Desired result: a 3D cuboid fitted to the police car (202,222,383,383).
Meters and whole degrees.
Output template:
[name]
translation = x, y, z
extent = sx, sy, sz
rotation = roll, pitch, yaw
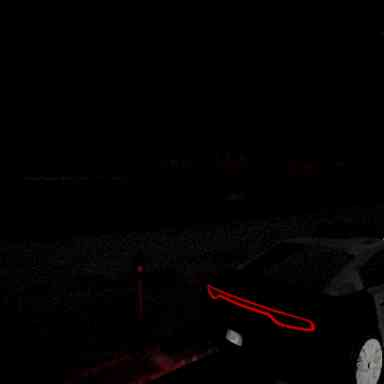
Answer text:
[police car]
translation = 2.549, 1.309, 5.132
extent = 5.238, 1.638, 1.930
rotation = -2, 1, -36
